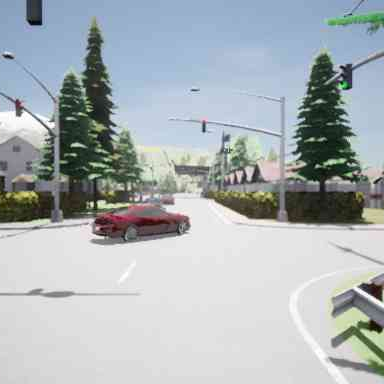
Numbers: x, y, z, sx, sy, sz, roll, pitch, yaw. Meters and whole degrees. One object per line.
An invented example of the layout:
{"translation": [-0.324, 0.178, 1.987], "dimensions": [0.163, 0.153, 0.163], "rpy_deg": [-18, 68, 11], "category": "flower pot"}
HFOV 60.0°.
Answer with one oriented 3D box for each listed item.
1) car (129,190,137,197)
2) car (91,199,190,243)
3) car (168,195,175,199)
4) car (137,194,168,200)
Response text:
{"translation": [-16.675, 0.437, 85.440], "dimensions": [3.866, 1.878, 1.905], "rpy_deg": [0, 0, 0], "category": "car"}
{"translation": [-2.233, 1.353, 15.674], "dimensions": [1.882, 1.535, 5.008], "rpy_deg": [2, 2, 45], "category": "car"}
{"translation": [-3.506, 1.120, 47.731], "dimensions": [1.882, 1.535, 5.008], "rpy_deg": [0, 0, 0], "category": "car"}
{"translation": [-3.552, 1.276, 30.314], "dimensions": [1.837, 1.490, 4.892], "rpy_deg": [0, 1, 1], "category": "car"}
